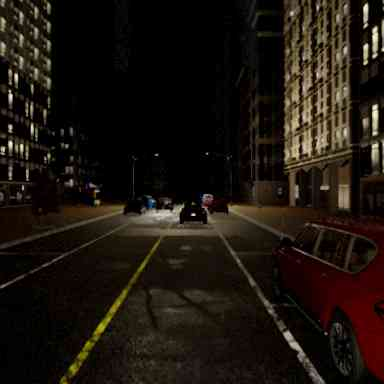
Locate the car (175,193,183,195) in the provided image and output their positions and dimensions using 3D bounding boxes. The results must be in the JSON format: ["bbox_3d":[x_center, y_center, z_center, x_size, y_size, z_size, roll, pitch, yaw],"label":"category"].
[{"bbox_3d":[-2.999,0.898,80.256,2.097,1.767,4.553,0,0,0],"label":"car"}]

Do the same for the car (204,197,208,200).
[{"bbox_3d":[2.691,1.564,39.277,1.802,1.307,4.206,0,0,0],"label":"car"}]

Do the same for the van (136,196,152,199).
[{"bbox_3d":[-5.690,1.324,39.278,1.690,1.788,3.998,0,0,0],"label":"van"}]

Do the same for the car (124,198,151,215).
[{"bbox_3d":[-5.690,1.551,33.610,1.947,1.339,4.313,0,0,0],"label":"car"}]

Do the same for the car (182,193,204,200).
[{"bbox_3d":[0.100,1.331,41.743,2.097,1.767,4.553,0,0,0],"label":"car"}]

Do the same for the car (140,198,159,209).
[{"bbox_3d":[-5.689,1.544,44.948,1.947,1.339,4.313,0,0,0],"label":"car"}]

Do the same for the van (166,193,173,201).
[{"bbox_3d":[-5.689,1.262,84.626,1.690,1.788,3.998,0,0,0],"label":"van"}]

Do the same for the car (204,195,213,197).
[{"bbox_3d":[2.691,1.552,50.617,1.802,1.307,4.206,0,0,0],"label":"car"}]

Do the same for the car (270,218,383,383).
[{"bbox_3d":[2.690,1.313,5.268,2.192,1.841,5.009,0,0,0],"label":"car"}]

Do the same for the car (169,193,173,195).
[{"bbox_3d":[-5.689,1.261,67.621,2.192,1.841,5.009,0,0,0],"label":"car"}]

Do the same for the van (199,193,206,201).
[{"bbox_3d":[2.692,1.262,84.625,1.690,1.788,3.998,0,0,0],"label":"van"}]

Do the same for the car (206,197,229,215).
[{"bbox_3d":[2.690,1.530,33.610,1.887,1.381,4.507,0,0,0],"label":"car"}]

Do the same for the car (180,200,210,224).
[{"bbox_3d":[0.102,1.552,25.012,1.994,1.385,4.181,0,0,0],"label":"car"}]

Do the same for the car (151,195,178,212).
[{"bbox_3d":[-3.092,1.476,38.419,2.128,1.511,4.902,0,0,0],"label":"car"}]

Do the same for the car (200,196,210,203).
[{"bbox_3d":[2.691,1.491,67.621,1.887,1.381,4.507,0,0,0],"label":"car"}]

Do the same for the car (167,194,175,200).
[{"bbox_3d":[-5.689,1.351,90.294,1.967,1.590,4.097,0,0,0],"label":"car"}]
